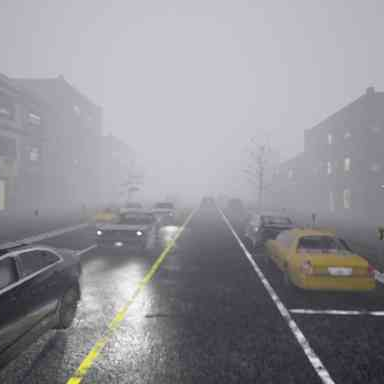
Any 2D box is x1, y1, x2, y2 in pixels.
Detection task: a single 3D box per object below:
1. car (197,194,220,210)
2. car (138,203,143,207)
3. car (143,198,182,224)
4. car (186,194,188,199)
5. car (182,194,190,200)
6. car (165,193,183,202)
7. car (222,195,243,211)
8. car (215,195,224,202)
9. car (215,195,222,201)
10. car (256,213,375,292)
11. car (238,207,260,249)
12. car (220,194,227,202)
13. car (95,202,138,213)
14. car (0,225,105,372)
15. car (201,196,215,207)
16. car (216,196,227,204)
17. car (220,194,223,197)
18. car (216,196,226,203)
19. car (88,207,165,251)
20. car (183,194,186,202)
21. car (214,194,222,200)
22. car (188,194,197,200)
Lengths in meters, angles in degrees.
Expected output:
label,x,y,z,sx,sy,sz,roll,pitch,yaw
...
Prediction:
label,x,y,z,sx,sy,sz,roll,pitch,yaw
car,2.026,1.281,41.439,2.097,1.767,4.553,1,0,3
car,-4.516,1.467,25.762,1.802,1.307,4.206,1,0,3
car,-1.998,1.446,24.050,1.812,1.442,4.674,1,0,3
car,-2.398,1.252,69.976,1.967,1.590,4.097,1,0,3
car,-1.606,1.310,88.033,1.752,1.417,4.829,1,0,3
car,-3.189,1.152,53.395,2.192,1.841,5.009,1,0,3
car,4.984,1.446,39.689,1.882,1.535,5.008,1,0,3
car,6.226,1.452,74.795,1.887,1.381,4.507,1,0,3
car,6.816,1.418,86.016,1.752,1.417,4.829,1,0,3
car,3.070,1.545,8.949,1.752,1.417,4.829,1,0,3
car,3.325,1.560,14.307,2.008,1.369,4.403,1,0,3
car,5.323,1.462,46.681,1.837,1.490,4.892,1,0,3
car,-4.787,1.421,20.065,1.752,1.417,4.829,1,0,3
car,-2.957,1.449,4.055,2.128,1.511,4.902,1,0,4
car,2.466,1.405,50.761,2.128,1.511,4.902,1,0,3
car,5.704,1.490,64.047,1.947,1.339,4.313,1,0,3
car,5.446,1.247,58.520,2.192,1.841,5.009,1,0,3
car,5.968,1.481,69.574,1.947,1.339,4.313,1,0,3
car,-2.495,1.540,13.974,1.895,1.301,4.718,1,0,3
car,-2.666,1.402,64.449,1.802,1.307,4.206,1,0,3
car,7.249,1.433,94.225,2.008,1.369,4.403,1,0,3
car,0.658,1.247,77.745,1.837,1.490,4.892,1,0,3
